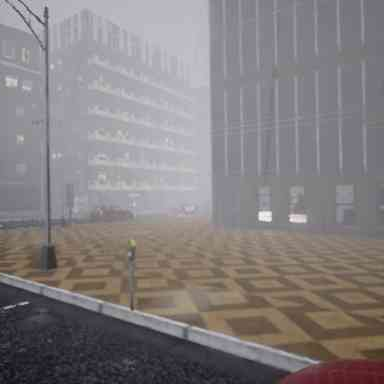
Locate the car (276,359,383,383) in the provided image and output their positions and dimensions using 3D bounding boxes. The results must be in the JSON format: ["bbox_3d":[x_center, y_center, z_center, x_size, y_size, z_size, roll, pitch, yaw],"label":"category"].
[{"bbox_3d":[2.353,1.536,1.205,4.507,1.381,1.887,0,-1,36],"label":"car"}]

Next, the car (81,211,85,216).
[{"bbox_3d":[-10.893,2.217,39.592,1.752,1.417,4.829,-2,-2,35],"label":"car"}]

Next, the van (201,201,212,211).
[{"bbox_3d":[2.187,2.390,58.231,1.690,1.788,3.998,-2,-2,35],"label":"van"}]

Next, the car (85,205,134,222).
[{"bbox_3d":[-7.236,1.909,30.338,1.967,1.590,4.097,-2,-2,35],"label":"car"}]

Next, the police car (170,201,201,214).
[{"bbox_3d":[-1.238,2.355,48.700,2.038,1.542,4.974,-1,-1,35],"label":"police car"}]
